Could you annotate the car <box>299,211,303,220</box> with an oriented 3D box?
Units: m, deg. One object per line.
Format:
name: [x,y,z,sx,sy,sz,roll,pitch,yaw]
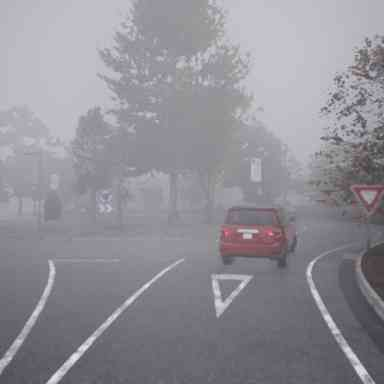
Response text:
car: [10.650,2.530,38.700,1.882,1.535,5.008,2,-2,-23]

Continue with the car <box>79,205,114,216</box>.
car: [-13.017,2.358,45.328,4.553,1.767,2.097,1,-1,-29]

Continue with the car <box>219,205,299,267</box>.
car: [2.670,1.511,12.718,2.150,2.045,5.566,-1,-2,21]
